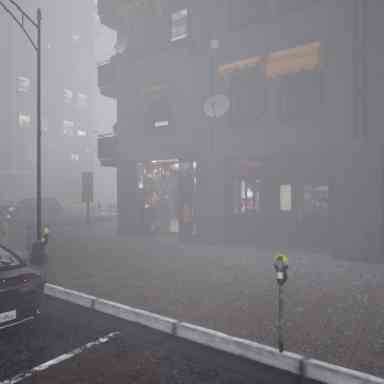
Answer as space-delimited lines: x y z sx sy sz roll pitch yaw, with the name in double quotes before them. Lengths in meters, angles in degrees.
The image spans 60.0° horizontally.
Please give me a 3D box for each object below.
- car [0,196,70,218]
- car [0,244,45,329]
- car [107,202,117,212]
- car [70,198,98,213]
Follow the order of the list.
"car" -11.847 1.151 24.578 2.097 1.767 4.553 0 1 34
"car" -4.430 1.551 6.032 4.403 1.369 2.008 0 0 35
"car" -5.846 1.201 33.204 2.033 1.411 5.357 0 1 35
"car" -10.908 1.250 30.466 1.752 1.417 4.829 1 1 35
